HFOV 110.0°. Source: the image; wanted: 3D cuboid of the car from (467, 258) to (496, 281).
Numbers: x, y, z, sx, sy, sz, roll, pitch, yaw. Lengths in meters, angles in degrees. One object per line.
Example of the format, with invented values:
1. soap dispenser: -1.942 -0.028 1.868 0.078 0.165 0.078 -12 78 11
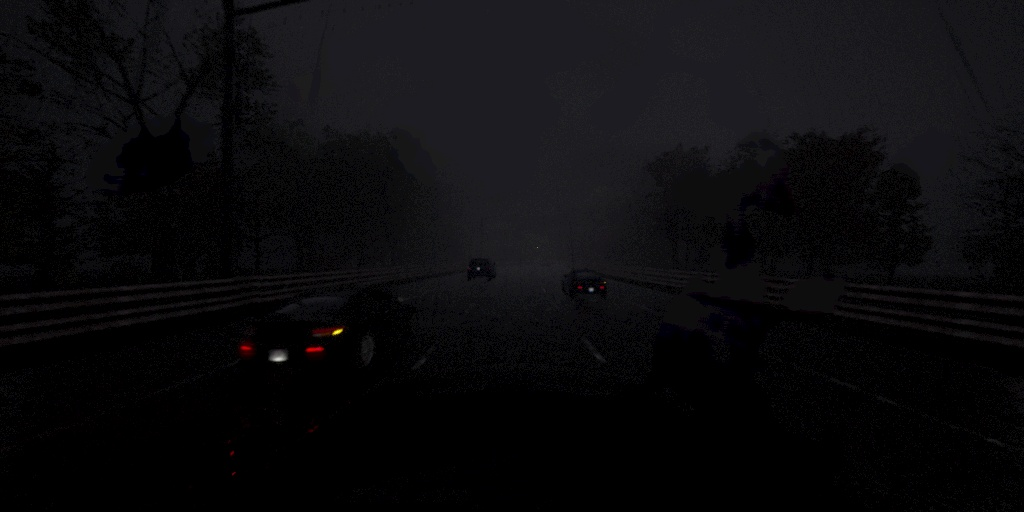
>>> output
1. car: -2.773 1.202 33.357 2.150 2.045 5.566 0 0 2

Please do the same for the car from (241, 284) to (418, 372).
1. car: -3.432 1.314 7.632 1.812 1.442 4.674 0 0 1

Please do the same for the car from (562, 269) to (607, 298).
1. car: 3.795 1.403 19.241 1.812 1.442 4.674 0 0 1
